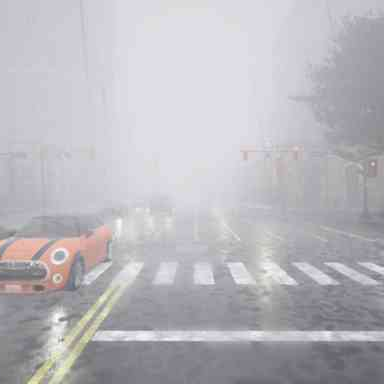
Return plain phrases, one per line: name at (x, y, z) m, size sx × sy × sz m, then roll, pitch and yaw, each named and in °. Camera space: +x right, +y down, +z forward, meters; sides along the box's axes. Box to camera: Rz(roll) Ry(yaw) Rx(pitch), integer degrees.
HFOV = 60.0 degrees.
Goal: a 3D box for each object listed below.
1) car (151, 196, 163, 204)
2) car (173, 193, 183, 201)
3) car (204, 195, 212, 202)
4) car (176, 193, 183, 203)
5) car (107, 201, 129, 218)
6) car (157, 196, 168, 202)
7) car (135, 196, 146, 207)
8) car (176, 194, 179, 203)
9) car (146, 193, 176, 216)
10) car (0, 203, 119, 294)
car at (-6.952, 1.564, 67.030) m, size 1.994 × 1.385 × 4.181 m, roll 0°, pitch 0°, yaw 1°
car at (-3.278, 1.217, 81.514) m, size 2.150 × 2.045 × 5.566 m, roll 0°, pitch 0°, yaw 1°
car at (3.691, 1.525, 78.514) m, size 2.128 × 1.511 × 4.902 m, roll 0°, pitch 0°, yaw 1°
car at (-3.407, 1.547, 69.285) m, size 2.033 × 1.411 × 5.357 m, roll 0°, pitch 0°, yaw 1°
car at (-7.083, 1.525, 30.672) m, size 1.812 × 1.442 × 4.674 m, roll 0°, pitch 0°, yaw 0°
car at (-6.824, 1.595, 77.243) m, size 1.895 × 1.301 × 4.718 m, roll 0°, pitch 0°, yaw 1°
car at (-7.087, 1.352, 49.520) m, size 2.097 × 1.767 × 4.553 m, roll 0°, pitch 0°, yaw 0°
car at (-3.584, 1.491, 51.947) m, size 2.128 × 1.511 × 4.902 m, roll 0°, pitch 0°, yaw 0°
car at (-3.166, 1.222, 33.051) m, size 2.150 × 2.045 × 5.566 m, roll 0°, pitch 0°, yaw -8°
car at (-3.598, 1.352, 8.941) m, size 2.097 × 1.767 × 4.553 m, roll 0°, pitch 0°, yaw 0°
